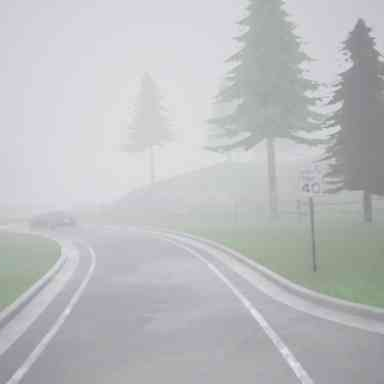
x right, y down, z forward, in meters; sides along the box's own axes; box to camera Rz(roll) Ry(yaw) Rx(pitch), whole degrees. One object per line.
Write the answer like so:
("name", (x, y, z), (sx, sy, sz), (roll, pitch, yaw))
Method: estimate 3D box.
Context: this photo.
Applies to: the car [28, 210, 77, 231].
("car", (-10.258, 2.014, 24.398), (4.181, 1.385, 1.994), (-3, 0, 40))
